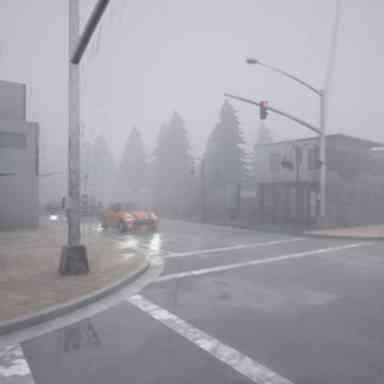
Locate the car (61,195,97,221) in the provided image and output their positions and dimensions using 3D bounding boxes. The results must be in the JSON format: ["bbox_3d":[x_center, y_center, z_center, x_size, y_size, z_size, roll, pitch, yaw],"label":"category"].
[{"bbox_3d":[-9.157,1.295,28.258,2.150,2.045,5.566,0,0,-33],"label":"car"}]

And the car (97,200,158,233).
[{"bbox_3d":[-3.816,1.395,20.075,2.097,1.767,4.553,0,0,-33],"label":"car"}]

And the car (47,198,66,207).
[{"bbox_3d":[-22.930,1.709,56.095,2.033,1.411,5.357,0,0,-33],"label":"car"}]

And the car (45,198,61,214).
[{"bbox_3d":[-15.075,1.704,37.342,1.895,1.301,4.718,0,0,-33],"label":"car"}]
